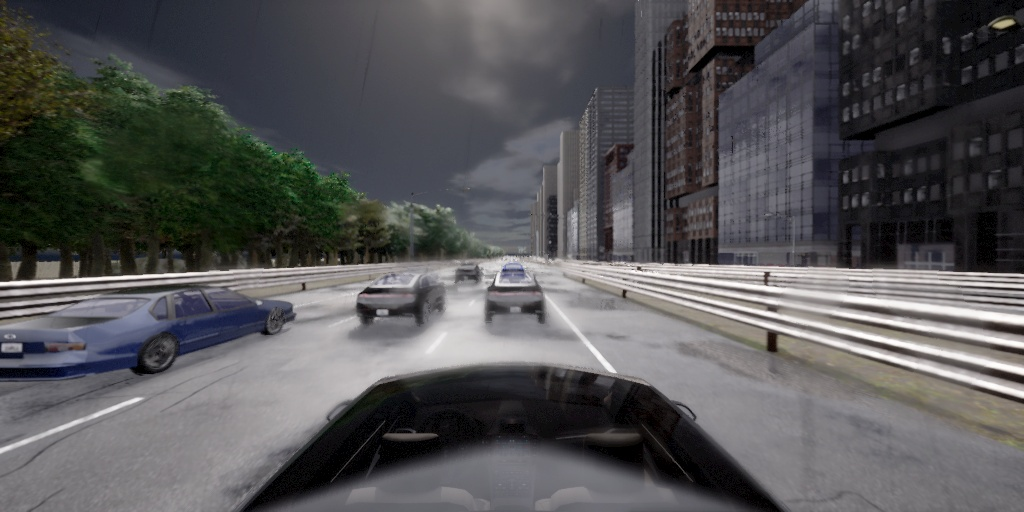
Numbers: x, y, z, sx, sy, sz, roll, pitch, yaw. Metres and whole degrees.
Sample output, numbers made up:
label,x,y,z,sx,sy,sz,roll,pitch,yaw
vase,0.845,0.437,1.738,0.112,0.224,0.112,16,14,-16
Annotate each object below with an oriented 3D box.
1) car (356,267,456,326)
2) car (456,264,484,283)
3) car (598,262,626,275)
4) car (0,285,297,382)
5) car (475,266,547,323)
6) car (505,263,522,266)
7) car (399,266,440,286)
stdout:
label,x,y,z,sx,sy,sz,roll,pitch,yaw
car,-3.400,1.280,11.843,2.128,1.511,4.902,0,0,0
car,-3.396,1.364,28.788,1.837,1.490,4.892,0,0,0
car,11.223,1.417,39.658,1.801,1.575,5.366,0,0,-15
car,-6.897,1.319,7.455,2.033,1.411,5.357,0,0,0
car,0.101,1.282,12.320,2.128,1.511,4.902,0,0,0
car,0.101,1.343,30.359,1.882,1.535,5.008,0,0,0
car,-6.897,1.454,27.322,1.895,1.301,4.718,0,0,0
